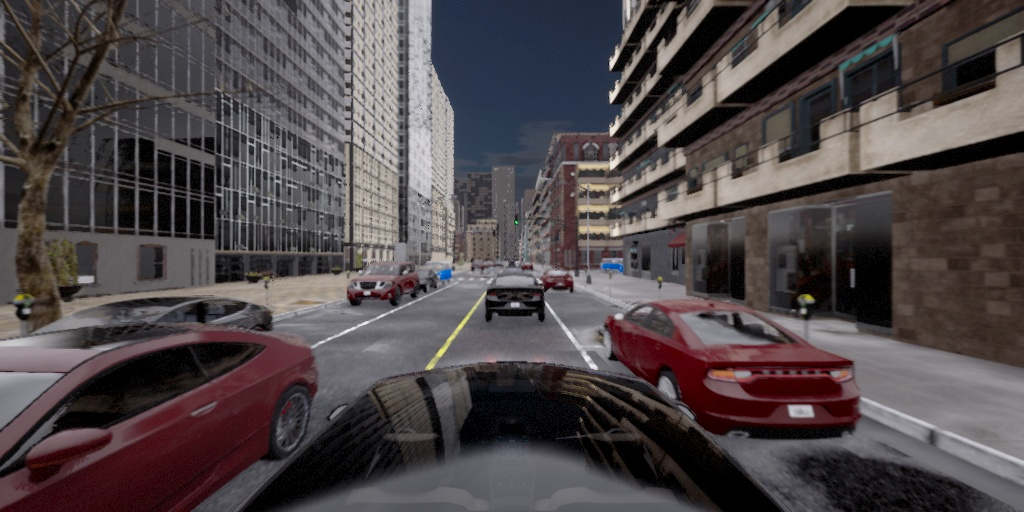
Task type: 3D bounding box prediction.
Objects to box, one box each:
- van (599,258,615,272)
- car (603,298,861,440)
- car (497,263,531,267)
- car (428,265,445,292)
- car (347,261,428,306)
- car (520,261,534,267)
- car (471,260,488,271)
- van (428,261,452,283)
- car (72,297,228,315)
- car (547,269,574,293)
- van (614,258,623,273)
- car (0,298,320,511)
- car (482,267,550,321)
[{"bbox_3d":[13.714,1.201,47.613,3.998,1.789,1.690,0,0,0],"label":"van"},{"bbox_3d":[2.687,1.322,5.557,1.888,1.381,4.507,0,0,0],"label":"car"},{"bbox_3d":[0.094,1.483,27.407,2.033,1.411,5.357,0,0,0],"label":"car"},{"bbox_3d":[-5.695,1.462,22.125,1.948,1.339,4.313,0,0,0],"label":"car"},{"bbox_3d":[-5.695,1.171,16.602,2.192,1.841,5.009,0,0,0],"label":"car"},{"bbox_3d":[2.681,1.738,60.036,1.888,1.381,4.507,0,0,0],"label":"car"},{"bbox_3d":[-5.699,1.508,60.036,2.192,1.841,5.009,0,0,0],"label":"car"},{"bbox_3d":[-5.696,1.279,27.647,1.690,1.789,3.998,0,0,0],"label":"van"},{"bbox_3d":[-5.693,1.343,5.557,1.948,1.339,4.313,0,0,0],"label":"car"},{"bbox_3d":[2.685,1.441,22.125,1.888,1.381,4.507,0,0,0],"label":"car"},{"bbox_3d":[13.737,1.177,39.232,3.998,1.789,1.690,0,0,0],"label":"van"},{"bbox_3d":[-3.102,1.280,2.334,1.812,1.442,4.674,0,0,0],"label":"car"},{"bbox_3d":[0.095,1.307,12.871,1.882,1.535,5.008,0,-1,0],"label":"car"}]
